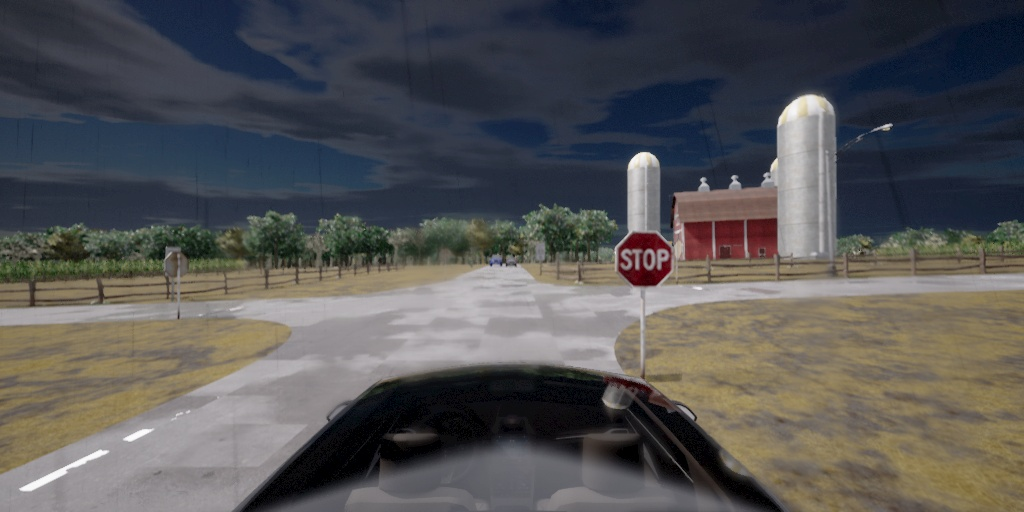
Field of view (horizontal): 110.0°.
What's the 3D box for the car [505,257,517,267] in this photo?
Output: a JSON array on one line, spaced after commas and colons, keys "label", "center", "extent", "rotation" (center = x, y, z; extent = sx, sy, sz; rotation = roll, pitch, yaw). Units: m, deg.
[{"label": "car", "center": [-0.141, 1.167, 61.709], "extent": [1.812, 1.442, 4.674], "rotation": [0, 0, 0]}]
